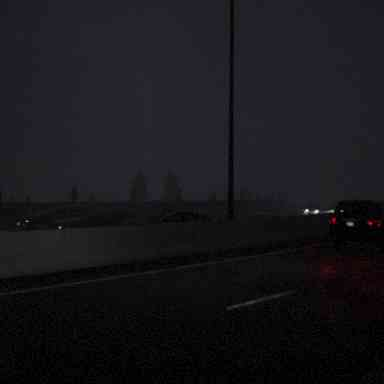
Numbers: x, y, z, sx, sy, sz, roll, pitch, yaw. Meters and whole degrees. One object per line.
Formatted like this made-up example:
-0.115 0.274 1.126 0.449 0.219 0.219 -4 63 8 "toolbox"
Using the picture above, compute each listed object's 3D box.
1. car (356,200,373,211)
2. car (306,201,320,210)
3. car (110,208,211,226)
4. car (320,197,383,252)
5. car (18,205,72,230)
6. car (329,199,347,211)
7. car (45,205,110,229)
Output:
26.463 1.973 51.228 2.128 1.511 4.902 0 0 25 "car"
18.942 2.028 51.699 1.895 1.301 4.718 0 0 27 "car"
-1.176 1.571 16.339 4.902 1.511 2.128 1 0 -38 "car"
8.164 1.363 14.730 5.566 2.045 2.150 1 0 -42 "car"
-7.775 1.554 20.081 4.892 1.490 1.837 1 0 -37 "car"
22.210 1.937 50.512 2.128 1.511 4.902 0 0 27 "car"
-4.702 1.608 17.942 5.357 1.411 2.033 1 0 -37 "car"
